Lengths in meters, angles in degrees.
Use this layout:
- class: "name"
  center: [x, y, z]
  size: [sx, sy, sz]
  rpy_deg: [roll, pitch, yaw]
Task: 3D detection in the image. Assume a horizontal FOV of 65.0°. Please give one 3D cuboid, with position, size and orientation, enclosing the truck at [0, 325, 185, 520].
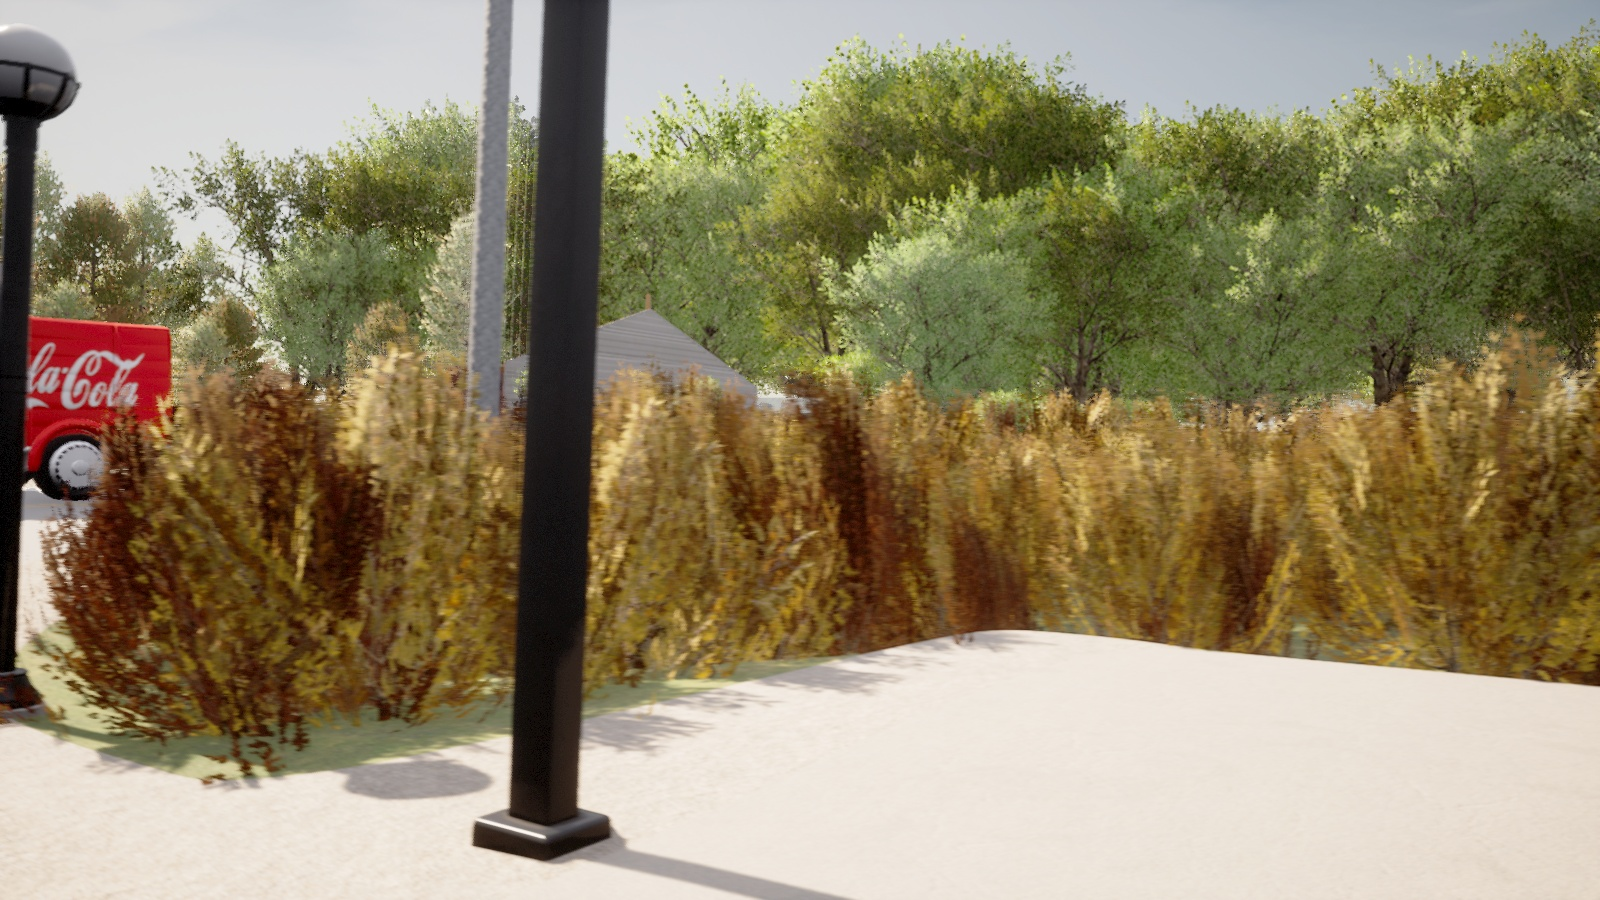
- class: "truck"
  center: [-11.308, -0.371, 16.455]
  size: [2.627, 2.467, 5.204]
  rpy_deg: [2, 2, 34]
